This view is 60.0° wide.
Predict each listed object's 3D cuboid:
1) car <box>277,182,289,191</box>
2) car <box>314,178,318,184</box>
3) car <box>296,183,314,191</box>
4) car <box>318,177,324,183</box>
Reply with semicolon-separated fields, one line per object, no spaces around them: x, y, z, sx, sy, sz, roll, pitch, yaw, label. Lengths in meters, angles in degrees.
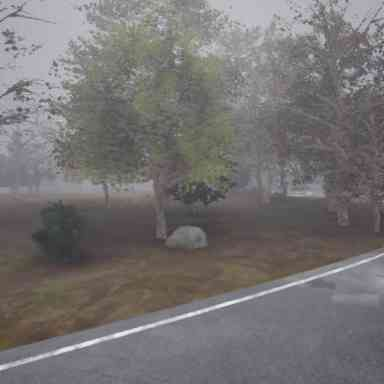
16.820;-1.082;61.442;1.882;1.535;5.008;-4;3;21;car
28.640;-2.637;73.875;4.902;1.511;2.128;-5;3;-24;car
19.035;-0.969;57.020;1.812;1.442;4.674;-4;3;10;car
29.845;-2.542;70.858;4.181;1.385;1.994;-5;3;-24;car
